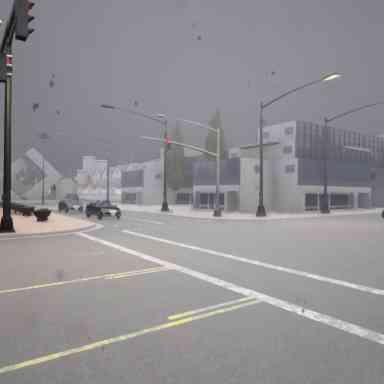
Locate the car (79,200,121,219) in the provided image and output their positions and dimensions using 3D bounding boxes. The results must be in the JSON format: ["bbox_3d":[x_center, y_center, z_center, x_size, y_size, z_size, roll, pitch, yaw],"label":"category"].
[{"bbox_3d":[-7.771,1.501,28.881,2.128,1.511,4.902,1,0,-35],"label":"car"}]

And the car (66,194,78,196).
[{"bbox_3d":[-19.812,1.272,54.831,2.150,2.045,5.566,1,0,-21],"label":"car"}]

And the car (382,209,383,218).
[{"bbox_3d":[19.322,1.751,30.702,4.181,1.385,1.994,0,0,-36],"label":"car"}]

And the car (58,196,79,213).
[{"bbox_3d":[-13.672,1.499,37.356,2.128,1.511,4.902,1,0,-35],"label":"car"}]
